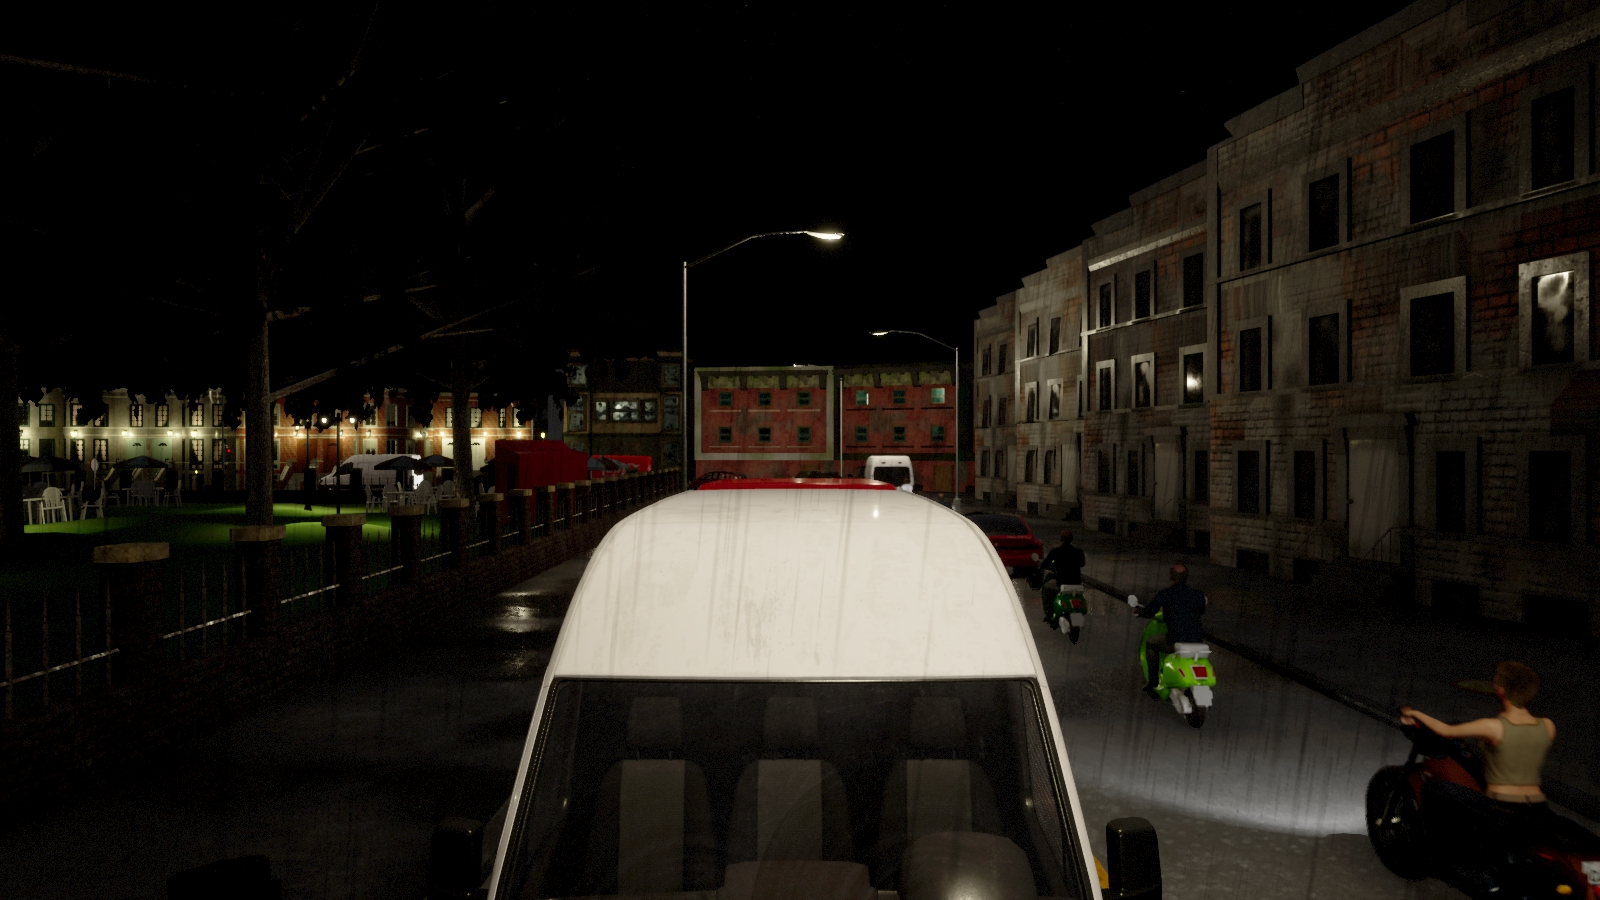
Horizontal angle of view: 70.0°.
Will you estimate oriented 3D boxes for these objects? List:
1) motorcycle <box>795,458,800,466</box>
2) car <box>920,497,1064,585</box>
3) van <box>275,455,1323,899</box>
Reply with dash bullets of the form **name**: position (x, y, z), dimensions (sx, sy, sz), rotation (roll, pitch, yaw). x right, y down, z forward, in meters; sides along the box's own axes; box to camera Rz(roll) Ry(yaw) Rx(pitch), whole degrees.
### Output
- **motorcycle**: position (-0.384, 1.962, 183.190), dimensions (0.856, 1.236, 1.805), rotation (0, 0, 0)
- **car**: position (3.929, 1.841, 24.316), dimensions (2.231, 1.480, 4.892), rotation (0, 0, 0)
- **van**: position (-0.006, 1.314, 5.127), dimensions (1.988, 2.561, 5.915), rotation (0, 0, 0)
